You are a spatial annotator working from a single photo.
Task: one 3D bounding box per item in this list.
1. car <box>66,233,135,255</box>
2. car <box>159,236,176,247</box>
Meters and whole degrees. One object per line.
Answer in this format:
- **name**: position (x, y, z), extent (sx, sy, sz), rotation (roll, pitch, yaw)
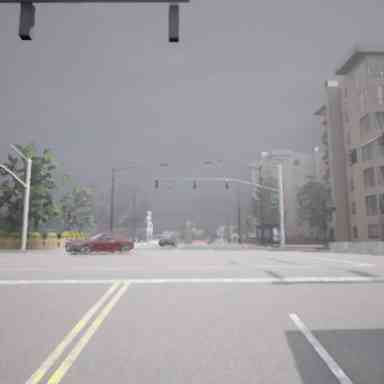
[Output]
- **car**: position (-6.049, 3.473, 22.396), extent (4.674, 1.442, 1.812), rotation (7, -9, -43)
- **car**: position (-3.247, 6.616, 44.366), extent (1.994, 1.385, 4.181), rotation (0, -8, 0)
